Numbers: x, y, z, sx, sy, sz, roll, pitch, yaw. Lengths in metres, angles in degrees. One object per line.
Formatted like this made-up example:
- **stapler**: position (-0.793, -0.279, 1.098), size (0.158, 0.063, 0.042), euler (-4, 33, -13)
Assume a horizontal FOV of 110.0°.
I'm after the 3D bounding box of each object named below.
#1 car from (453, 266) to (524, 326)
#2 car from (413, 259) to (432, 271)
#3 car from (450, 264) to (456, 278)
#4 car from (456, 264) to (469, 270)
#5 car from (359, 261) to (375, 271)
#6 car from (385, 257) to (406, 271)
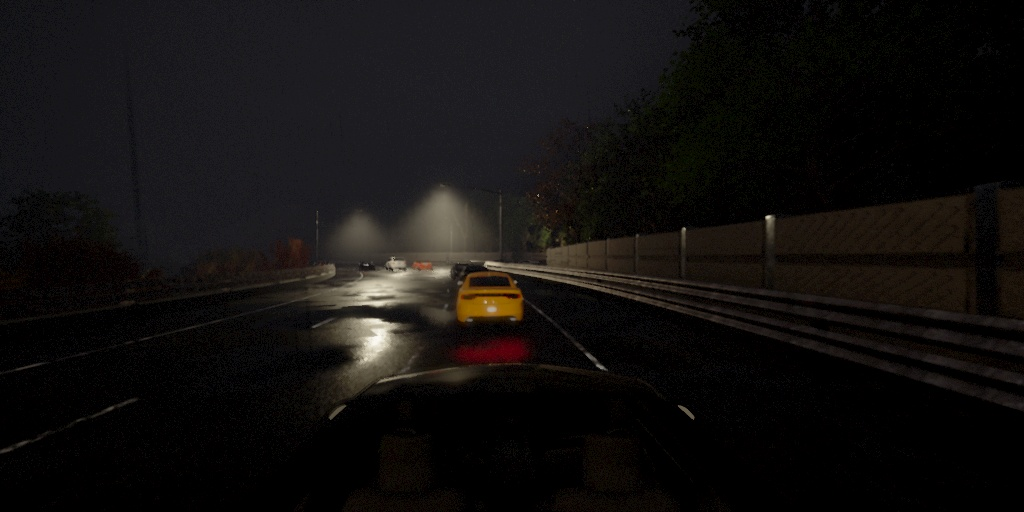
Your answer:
- **car**: position (-0.791, 1.265, 11.909), size (1.882, 1.535, 5.008), euler (0, 0, -6)
- **car**: position (-13.340, 1.321, 53.267), size (2.097, 1.767, 4.553), euler (0, 0, -27)
- **car**: position (-4.736, 1.421, 33.614), size (2.033, 1.411, 5.357), euler (0, 0, -13)
- **car**: position (-2.342, 1.333, 22.369), size (1.837, 1.490, 4.892), euler (0, 0, -10)
- **car**: position (-22.220, 1.497, 54.777), size (2.128, 1.511, 4.902), euler (0, 0, -30)
- **car**: position (-17.304, 1.205, 53.316), size (2.150, 2.045, 5.566), euler (0, 0, -29)
